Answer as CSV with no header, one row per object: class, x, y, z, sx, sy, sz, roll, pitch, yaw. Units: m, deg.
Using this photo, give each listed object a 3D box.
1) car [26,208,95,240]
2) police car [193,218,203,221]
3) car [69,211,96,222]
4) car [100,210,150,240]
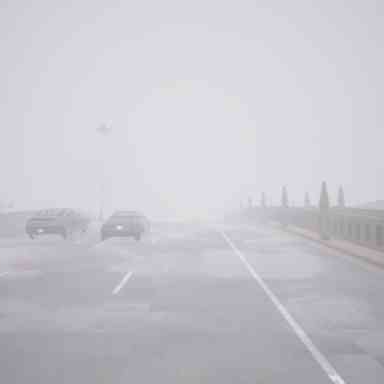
car,-6.902,1.580,17.584,2.128,1.511,4.902,0,0,0
police car,1.216,6.024,66.005,1.930,1.638,5.238,0,-7,0
car,-14.089,3.215,43.028,1.895,1.301,4.718,0,-7,0
car,-3.402,1.652,17.569,1.994,1.385,4.181,0,0,0
